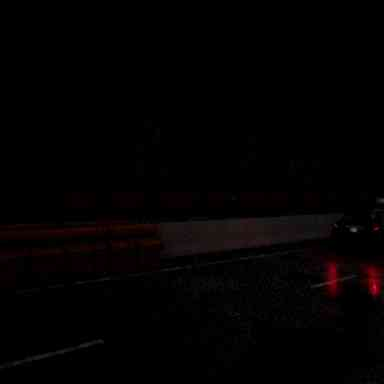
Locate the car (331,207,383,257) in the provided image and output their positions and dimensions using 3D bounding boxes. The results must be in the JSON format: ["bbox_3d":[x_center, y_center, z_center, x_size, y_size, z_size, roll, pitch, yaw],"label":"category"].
[{"bbox_3d":[7.811,1.483,13.732,4.553,1.767,2.097,1,-1,-35],"label":"car"}]
